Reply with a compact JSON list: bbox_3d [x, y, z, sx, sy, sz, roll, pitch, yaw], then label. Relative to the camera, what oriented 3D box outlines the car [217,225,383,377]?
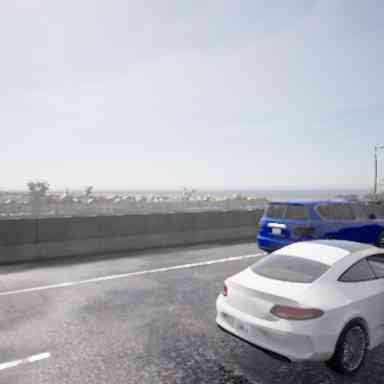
[{"bbox_3d":[2.509,1.541,5.540,4.674,1.442,1.812,0,0,-36],"label":"car"}]

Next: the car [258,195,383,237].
[{"bbox_3d":[4.686,1.251,11.394,5.566,2.045,2.150,0,0,-36],"label":"car"}]
